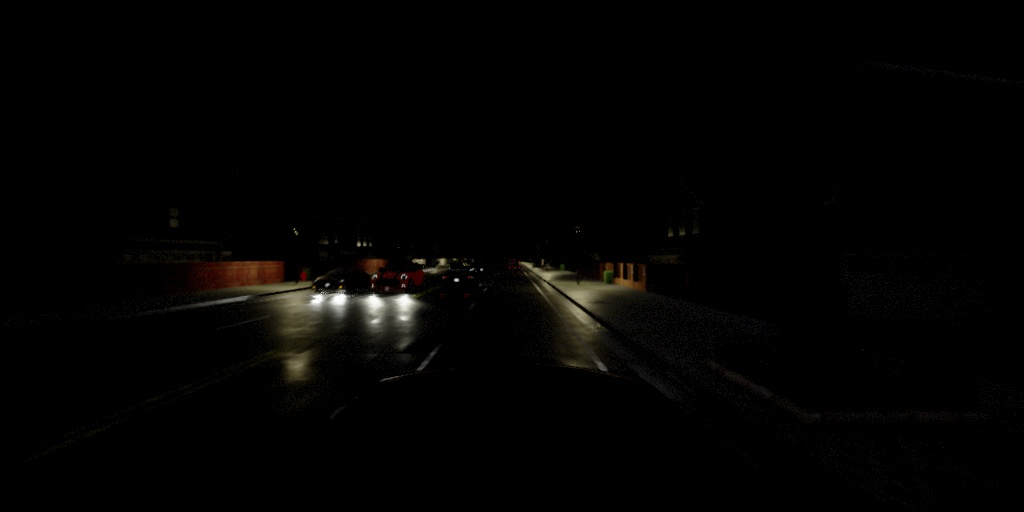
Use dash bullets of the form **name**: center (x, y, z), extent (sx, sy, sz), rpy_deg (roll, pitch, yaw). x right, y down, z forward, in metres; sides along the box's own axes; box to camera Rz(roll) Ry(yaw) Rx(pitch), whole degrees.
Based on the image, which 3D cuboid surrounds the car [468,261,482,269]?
- **car**: center (-6.488, 1.527, 63.297), extent (1.895, 1.301, 4.718), rpy_deg (0, 0, 0)

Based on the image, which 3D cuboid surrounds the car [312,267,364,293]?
- **car**: center (-9.840, 1.347, 21.093), extent (1.994, 1.385, 4.181), rpy_deg (0, 0, 0)

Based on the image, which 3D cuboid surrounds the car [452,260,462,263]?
- **car**: center (-9.734, 1.473, 63.233), extent (2.033, 1.411, 5.357), rpy_deg (0, 0, 0)

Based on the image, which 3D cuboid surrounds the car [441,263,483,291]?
- **car**: center (-3.140, 1.349, 22.305), extent (1.994, 1.385, 4.181), rpy_deg (0, 0, 0)

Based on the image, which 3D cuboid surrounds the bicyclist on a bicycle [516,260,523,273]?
- **bicyclist on a bicycle**: center (0.909, 1.298, 45.162), extent (0.866, 1.612, 1.509), rpy_deg (0, 0, 0)

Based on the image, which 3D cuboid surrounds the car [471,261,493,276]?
- **car**: center (-3.133, 1.405, 39.134), extent (1.994, 1.385, 4.181), rpy_deg (0, 0, 0)

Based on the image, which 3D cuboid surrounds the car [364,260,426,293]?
- **car**: center (-6.590, 1.134, 21.166), extent (2.097, 1.767, 4.553), rpy_deg (0, 0, 0)
